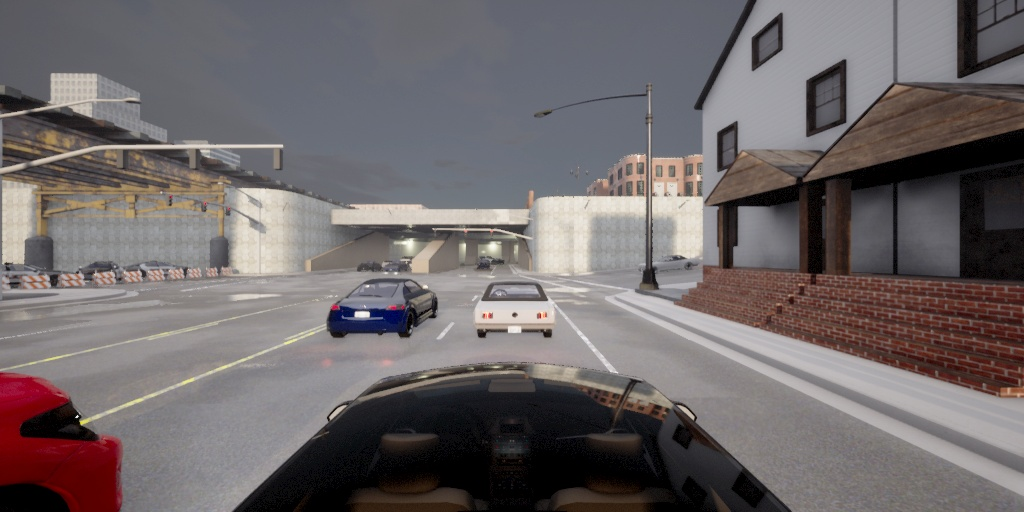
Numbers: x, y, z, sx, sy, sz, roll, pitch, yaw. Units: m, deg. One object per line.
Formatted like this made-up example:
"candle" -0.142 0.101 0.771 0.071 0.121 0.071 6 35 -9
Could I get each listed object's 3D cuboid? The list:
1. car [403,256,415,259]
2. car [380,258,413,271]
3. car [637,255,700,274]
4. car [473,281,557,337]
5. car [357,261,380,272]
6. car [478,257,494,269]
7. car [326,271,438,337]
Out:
"car" -15.075 1.230 55.921 2.128 1.511 4.902 0 0 -1
"car" -14.834 1.288 46.312 2.033 1.411 5.357 0 0 -1
"car" 13.060 0.659 30.174 4.718 1.301 1.895 -7 0 0
"car" 0.072 1.349 10.197 1.895 1.301 4.718 0 0 0
"car" -18.330 1.305 46.216 1.994 1.385 4.181 0 0 -1
"car" -4.422 1.286 56.992 2.033 1.411 5.357 0 0 -2
"car" -3.429 1.312 10.243 1.994 1.385 4.181 0 0 0
